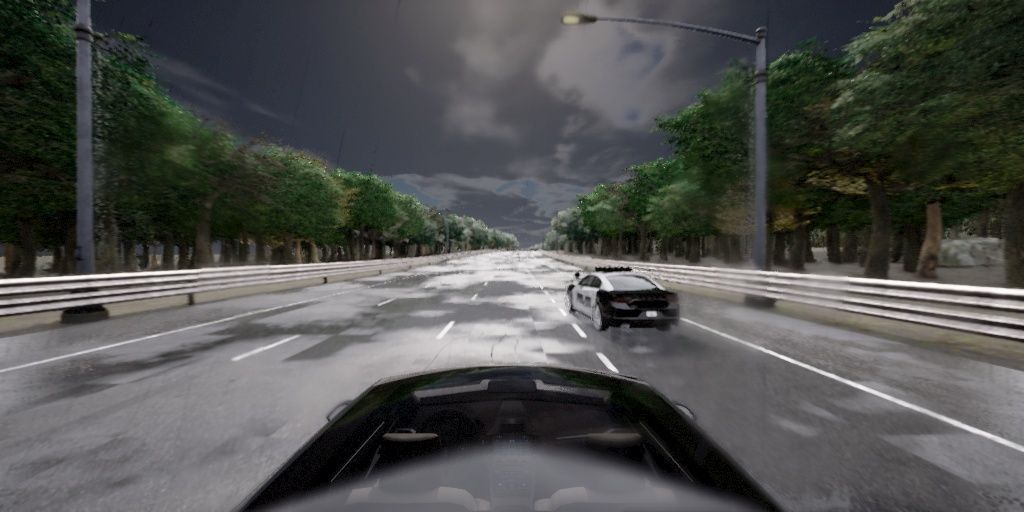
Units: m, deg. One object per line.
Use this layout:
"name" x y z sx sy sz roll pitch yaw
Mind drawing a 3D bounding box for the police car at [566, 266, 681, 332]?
"police car" 2.986 1.136 10.857 1.930 1.638 5.238 0 0 -5
